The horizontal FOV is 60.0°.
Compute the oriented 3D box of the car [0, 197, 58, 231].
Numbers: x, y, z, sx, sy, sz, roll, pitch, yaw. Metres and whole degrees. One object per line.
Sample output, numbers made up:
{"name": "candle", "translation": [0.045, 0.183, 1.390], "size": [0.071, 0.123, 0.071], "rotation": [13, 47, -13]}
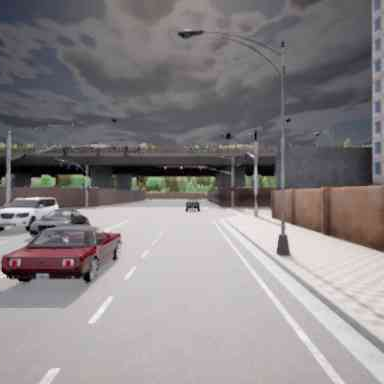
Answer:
{"name": "car", "translation": [-10.494, 1.355, 21.574], "size": [2.150, 2.045, 5.566], "rotation": [0, 0, 0]}

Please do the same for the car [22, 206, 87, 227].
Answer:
{"name": "car", "translation": [-6.994, 1.658, 17.982], "size": [1.994, 1.385, 4.181], "rotation": [0, 0, 0]}

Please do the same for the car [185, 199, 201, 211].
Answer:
{"name": "car", "translation": [0.110, 1.700, 44.591], "size": [1.837, 1.490, 4.892], "rotation": [0, -1, 0]}

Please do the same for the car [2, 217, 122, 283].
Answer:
{"name": "car", "translation": [-3.398, 1.652, 9.806], "size": [1.895, 1.301, 4.718], "rotation": [0, 0, 0]}
